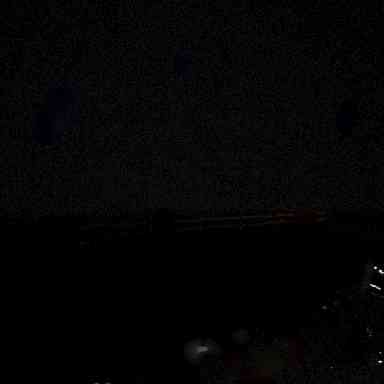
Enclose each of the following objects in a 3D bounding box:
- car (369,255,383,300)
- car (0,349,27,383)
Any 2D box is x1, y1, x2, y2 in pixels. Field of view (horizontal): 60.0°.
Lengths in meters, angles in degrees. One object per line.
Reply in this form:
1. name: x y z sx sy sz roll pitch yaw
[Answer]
1. car: 5.733 1.520 7.209 4.902 1.511 2.128 0 0 -36
2. car: -2.932 1.600 0.911 4.718 1.301 1.895 0 0 -37
